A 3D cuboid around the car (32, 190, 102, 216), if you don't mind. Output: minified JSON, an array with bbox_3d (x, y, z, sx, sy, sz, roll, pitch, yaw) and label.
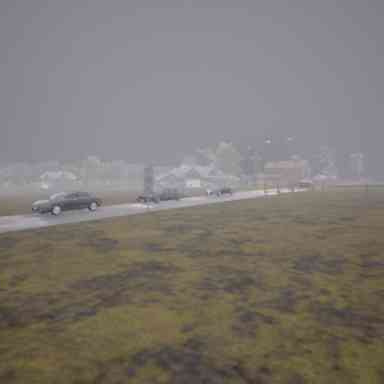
[{"bbox_3d":[-8.577,0.696,23.141,1.837,1.490,4.892,1,3,36],"label":"car"}]

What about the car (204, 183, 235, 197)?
[{"bbox_3d":[3.340,-0.306,39.493,2.128,1.511,4.902,1,3,36],"label":"car"}]

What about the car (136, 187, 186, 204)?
[{"bbox_3d":[-2.757,0.252,31.126,2.033,1.411,5.357,1,3,36],"label":"car"}]

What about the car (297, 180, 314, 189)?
[{"bbox_3d":[19.523,-1.363,56.734,1.882,1.535,5.008,1,3,36],"label":"car"}]
